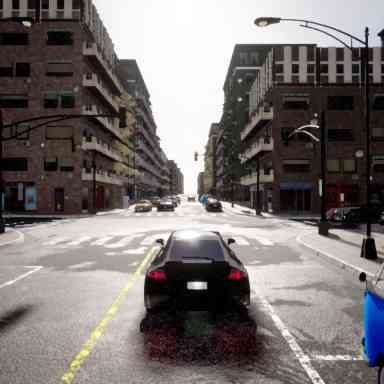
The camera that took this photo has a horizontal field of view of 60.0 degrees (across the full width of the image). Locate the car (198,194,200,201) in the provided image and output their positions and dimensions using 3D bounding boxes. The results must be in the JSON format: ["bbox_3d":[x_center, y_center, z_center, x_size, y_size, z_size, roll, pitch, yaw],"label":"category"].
[{"bbox_3d":[2.590,1.555,68.410,1.752,1.417,4.829,1,0,0],"label":"car"}]

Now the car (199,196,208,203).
[{"bbox_3d":[2.580,1.615,73.882,1.802,1.307,4.206,1,0,0],"label":"car"}]

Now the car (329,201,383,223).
[{"bbox_3d":[13.491,1.474,25.641,4.553,1.767,2.097,0,-1,1],"label":"car"}]

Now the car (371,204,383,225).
[{"bbox_3d":[13.505,1.583,19.848,4.313,1.339,1.947,0,-1,1],"label":"car"}]

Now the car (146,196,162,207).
[{"bbox_3d":[-5.760,1.461,51.298,1.967,1.590,4.097,1,0,0],"label":"car"}]

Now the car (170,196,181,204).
[{"bbox_3d":[-3.155,1.505,63.555,1.882,1.535,5.008,0,0,0],"label":"car"}]

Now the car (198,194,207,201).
[{"bbox_3d":[2.566,1.355,85.167,2.192,1.841,5.009,1,0,0],"label":"car"}]

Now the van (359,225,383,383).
[{"bbox_3d":[2.670,1.342,2.080,1.690,1.788,3.998,1,0,0],"label":"van"}]

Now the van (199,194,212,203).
[{"bbox_3d":[2.612,1.365,56.954,1.690,1.788,3.998,1,0,0],"label":"van"}]

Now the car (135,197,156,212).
[{"bbox_3d":[-5.742,1.541,39.843,1.752,1.417,4.829,1,0,0],"label":"car"}]

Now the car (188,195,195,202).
[{"bbox_3d":[-0.133,1.562,80.557,2.128,1.511,4.902,0,0,0],"label":"car"}]

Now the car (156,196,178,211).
[{"bbox_3d":[-3.167,1.580,41.007,1.994,1.385,4.181,0,0,0],"label":"car"}]

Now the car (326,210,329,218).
[{"bbox_3d":[13.595,1.609,28.230,4.097,1.590,1.967,0,-1,1],"label":"car"}]

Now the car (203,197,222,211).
[{"bbox_3d":[2.637,1.581,40.027,1.947,1.339,4.313,1,0,0],"label":"car"}]

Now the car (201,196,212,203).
[{"bbox_3d":[2.627,1.569,45.669,2.008,1.369,4.403,1,0,0],"label":"car"}]

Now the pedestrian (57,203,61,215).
[{"bbox_3d":[-12.591,1.599,31.436,0.500,1.100,0.500,0,-1,1],"label":"pedestrian"}]

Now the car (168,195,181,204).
[{"bbox_3d":[-3.180,1.498,51.400,1.882,1.535,5.008,0,0,0],"label":"car"}]

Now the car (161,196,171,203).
[{"bbox_3d":[-5.799,1.578,73.869,1.887,1.381,4.507,1,0,0],"label":"car"}]

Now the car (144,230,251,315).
[{"bbox_3d":[0.088,1.566,7.683,1.994,1.385,4.181,0,0,0],"label":"car"}]

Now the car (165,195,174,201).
[{"bbox_3d":[-5.818,1.591,85.154,2.008,1.369,4.403,1,0,0],"label":"car"}]

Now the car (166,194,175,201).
[{"bbox_3d":[-5.825,1.484,90.797,1.967,1.590,4.097,1,0,0],"label":"car"}]
